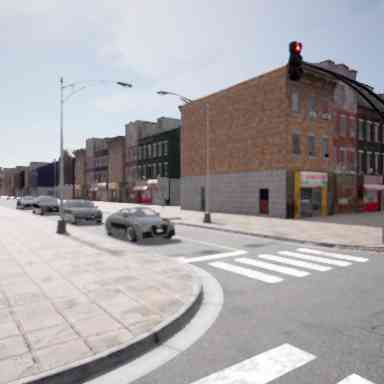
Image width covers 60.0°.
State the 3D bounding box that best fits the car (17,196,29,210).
[{"bbox_3d":[-19.262,1.287,38.958,2.033,1.411,5.357,0,0,-35],"label":"car"}]

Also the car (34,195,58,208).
[{"bbox_3d":[-19.356,1.221,44.051,1.882,1.535,5.008,0,0,-36],"label":"car"}]

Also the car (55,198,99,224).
[{"bbox_3d":[-7.627,1.305,22.732,1.837,1.490,4.892,0,0,-36],"label":"car"}]

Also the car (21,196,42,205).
[{"bbox_3d":[-25.366,1.300,52.401,2.033,1.411,5.357,0,0,-36],"label":"car"}]

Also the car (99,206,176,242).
[{"bbox_3d":[-2.511,1.427,15.632,1.994,1.385,4.181,0,0,-36],"label":"car"}]

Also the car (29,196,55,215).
[{"bbox_3d":[-13.275,1.228,30.581,1.882,1.535,5.008,0,0,-36],"label":"car"}]
